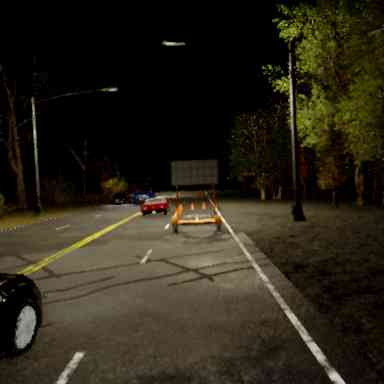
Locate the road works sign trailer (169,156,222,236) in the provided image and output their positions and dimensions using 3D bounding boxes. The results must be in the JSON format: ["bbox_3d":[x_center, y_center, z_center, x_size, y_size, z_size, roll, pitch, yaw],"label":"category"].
[{"bbox_3d":[0.175,0.099,16.358,2.380,3.560,2.880,-3,2,1],"label":"road works sign trailer"}]

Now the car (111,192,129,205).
[{"bbox_3d":[-9.134,0.808,43.224,1.837,1.490,4.892,-3,1,1],"label":"car"}]

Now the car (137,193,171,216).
[{"bbox_3d":[-2.787,1.064,26.495,1.895,1.301,4.718,-7,3,1],"label":"car"}]

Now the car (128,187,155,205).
[{"bbox_3d":[-5.941,0.431,41.432,2.150,2.045,5.566,-3,2,1],"label":"car"}]

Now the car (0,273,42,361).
[{"bbox_3d":[-3.096,1.431,2.894,1.837,1.490,4.892,0,2,0],"label":"car"}]
